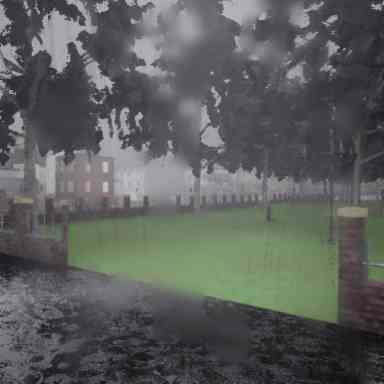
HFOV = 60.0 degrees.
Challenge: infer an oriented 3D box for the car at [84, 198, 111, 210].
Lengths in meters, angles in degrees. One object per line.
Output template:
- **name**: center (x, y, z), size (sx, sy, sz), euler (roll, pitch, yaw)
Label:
- **car**: center (-11.644, 1.395, 38.266), size (2.128, 1.511, 4.902), euler (0, 0, 36)
